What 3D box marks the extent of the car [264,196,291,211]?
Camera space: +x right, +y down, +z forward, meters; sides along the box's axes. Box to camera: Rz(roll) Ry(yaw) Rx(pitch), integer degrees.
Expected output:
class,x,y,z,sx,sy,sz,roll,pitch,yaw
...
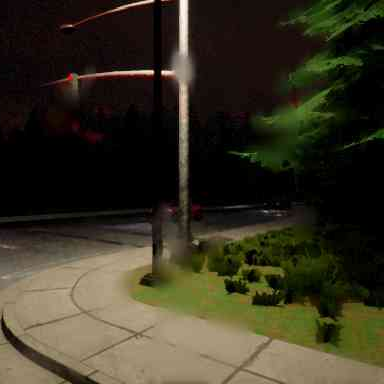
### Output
class,x,y,z,sx,sy,sz,roll,pitch,yaw
car,10.634,1.324,41.267,2.097,1.767,4.553,0,0,36

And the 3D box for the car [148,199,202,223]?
class,x,y,z,sx,sy,sz,roll,pitch,yaw
car,-1.175,1.325,24.529,2.097,1.767,4.553,0,0,35

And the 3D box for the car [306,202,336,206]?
class,x,y,z,sx,sy,sz,roll,pitch,yaw
car,16.399,1.195,42.910,2.150,2.045,5.566,0,0,36
